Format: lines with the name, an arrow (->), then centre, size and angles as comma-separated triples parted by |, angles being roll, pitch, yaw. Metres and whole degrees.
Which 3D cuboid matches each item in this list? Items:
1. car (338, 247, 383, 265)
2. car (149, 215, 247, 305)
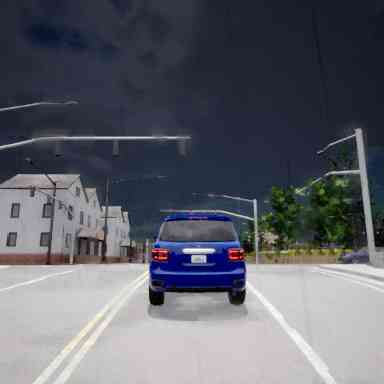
car -> 15.426, 5.660, 29.614 | 4.553, 1.767, 2.097 | 0, -12, 1
car -> 0.079, 1.762, 9.312 | 2.150, 2.045, 5.566 | 0, -7, -1
